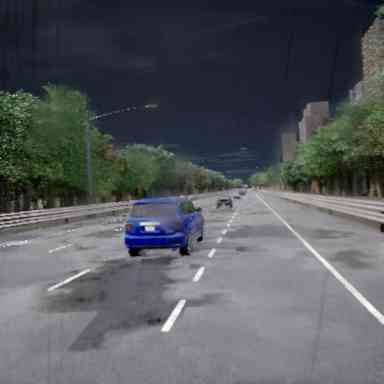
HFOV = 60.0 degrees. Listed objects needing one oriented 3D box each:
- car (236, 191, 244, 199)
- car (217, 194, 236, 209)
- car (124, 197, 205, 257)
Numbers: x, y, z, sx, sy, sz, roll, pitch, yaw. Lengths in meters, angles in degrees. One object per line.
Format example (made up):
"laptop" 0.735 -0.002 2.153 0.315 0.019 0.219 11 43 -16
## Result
"car" 10.353 1.052 77.106 1.895 1.301 4.718 -3 0 10
"car" 4.170 1.248 41.965 1.837 1.490 4.892 -3 0 10
"car" -0.878 1.240 13.312 2.150 2.045 5.566 -3 0 10
